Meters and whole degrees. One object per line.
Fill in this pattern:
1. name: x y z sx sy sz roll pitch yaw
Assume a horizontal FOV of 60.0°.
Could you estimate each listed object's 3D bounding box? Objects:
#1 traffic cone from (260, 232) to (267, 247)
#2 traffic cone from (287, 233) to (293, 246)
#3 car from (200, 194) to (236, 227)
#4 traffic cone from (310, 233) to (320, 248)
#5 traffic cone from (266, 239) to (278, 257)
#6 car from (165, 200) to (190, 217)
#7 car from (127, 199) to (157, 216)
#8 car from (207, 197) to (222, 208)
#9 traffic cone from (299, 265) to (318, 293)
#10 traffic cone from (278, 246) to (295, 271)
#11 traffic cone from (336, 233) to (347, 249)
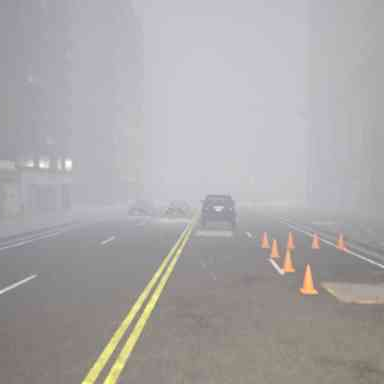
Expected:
1. traffic cone: 2.982 1.926 13.525 0.340 0.580 0.340 1 0 3
2. traffic cone: 3.980 1.937 13.467 0.340 0.580 0.340 1 0 3
3. car: 1.719 1.140 22.123 2.150 2.045 5.566 1 0 3
4. traffic cone: 4.978 1.947 13.409 0.340 0.580 0.340 1 0 3
5. traffic cone: 2.865 1.934 11.529 0.340 0.580 0.340 1 0 3
6. car: -1.268 1.454 30.236 1.895 1.301 4.718 1 0 3
7. car: -4.491 1.364 30.784 2.033 1.411 5.357 1 0 3
8. car: 3.080 1.396 45.572 1.994 1.385 4.181 1 0 3
9. traffic cone: 2.633 1.949 7.536 0.340 0.580 0.340 1 0 3
10. traffic cone: 2.749 1.941 9.532 0.340 0.580 0.340 1 0 3
11. traffic cone: 5.976 1.958 13.351 0.340 0.580 0.340 1 0 3
